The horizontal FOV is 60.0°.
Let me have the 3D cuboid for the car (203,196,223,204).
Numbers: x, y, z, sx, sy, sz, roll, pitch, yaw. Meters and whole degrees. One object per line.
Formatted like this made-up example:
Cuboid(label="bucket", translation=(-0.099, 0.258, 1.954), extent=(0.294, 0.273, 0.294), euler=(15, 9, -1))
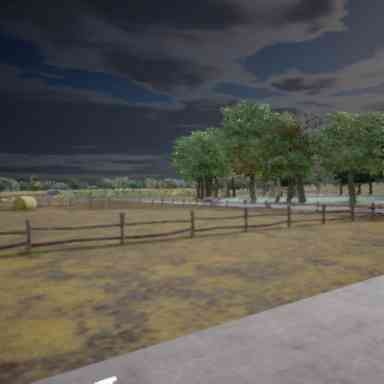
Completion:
Cuboid(label="car", translation=(4.112, 1.653, 66.217), extent=(2.128, 1.511, 4.902), euler=(-3, 1, -35))
